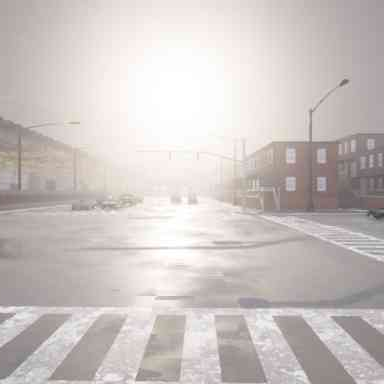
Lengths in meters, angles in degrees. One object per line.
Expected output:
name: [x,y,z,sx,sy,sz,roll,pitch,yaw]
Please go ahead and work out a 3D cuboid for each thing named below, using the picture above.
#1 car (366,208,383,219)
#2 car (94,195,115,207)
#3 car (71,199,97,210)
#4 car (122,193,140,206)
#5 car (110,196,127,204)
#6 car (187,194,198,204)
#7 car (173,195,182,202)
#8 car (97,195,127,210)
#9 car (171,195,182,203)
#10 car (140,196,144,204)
car: [17.060,1.547,26.712,5.357,1.411,2.033,0,0,0]
car: [-14.016,1.352,53.371,2.097,1.767,4.553,0,0,0]
car: [-14.039,1.601,43.280,1.895,1.301,4.718,0,0,0]
car: [-10.516,1.221,54.473,2.150,2.045,5.566,0,0,0]
car: [-13.980,1.492,63.434,2.128,1.511,4.902,0,0,0]
car: [0.145,1.548,65.435,2.033,1.411,5.357,0,0,1]
car: [-3.426,1.478,80.557,1.882,1.535,5.008,0,0,0]
car: [-10.534,1.547,44.186,2.033,1.411,5.357,0,0,0]
car: [-3.368,1.353,70.271,2.097,1.767,4.553,0,0,0]
car: [-10.475,1.505,64.927,1.837,1.490,4.892,0,0,1]
